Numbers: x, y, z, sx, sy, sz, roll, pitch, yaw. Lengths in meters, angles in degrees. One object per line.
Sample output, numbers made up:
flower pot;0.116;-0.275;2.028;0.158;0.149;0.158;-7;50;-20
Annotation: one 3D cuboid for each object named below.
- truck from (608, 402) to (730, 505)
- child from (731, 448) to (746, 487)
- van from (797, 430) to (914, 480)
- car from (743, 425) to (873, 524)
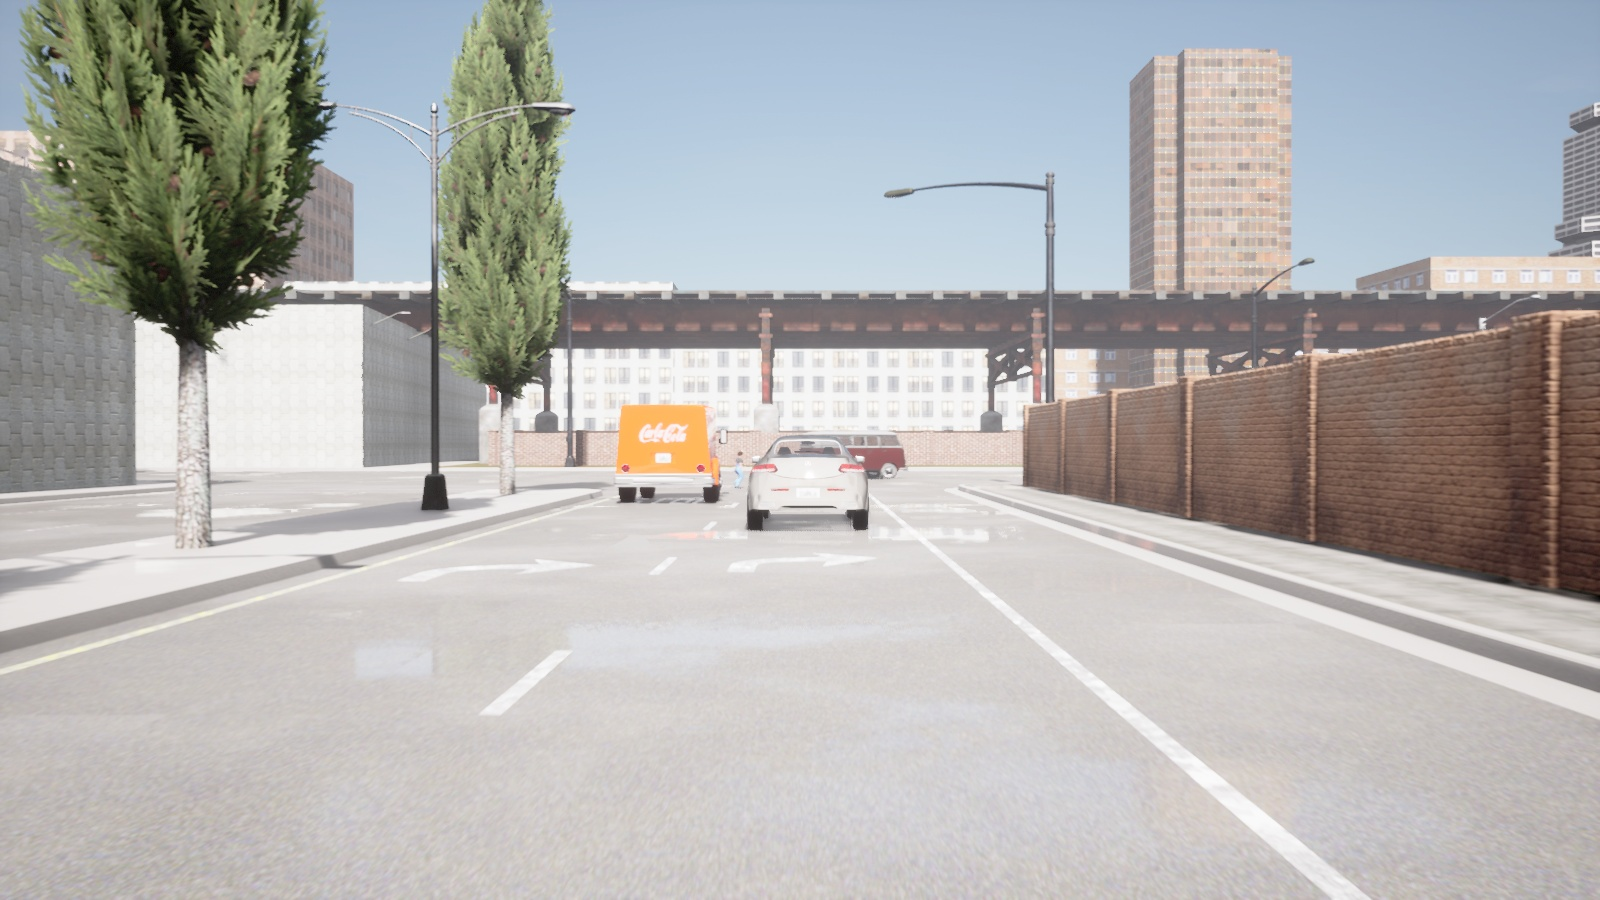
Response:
truck;-3.298;0.070;32.897;2.627;2.467;5.204;0;0;0
child;-1.997;0.579;40.812;0.437;1.263;0.270;0;0;-24
van;2.265;0.211;51.320;4.442;1.987;1.775;0;0;-20
car;0.148;0.394;23.357;2.152;1.651;5.027;0;0;0
